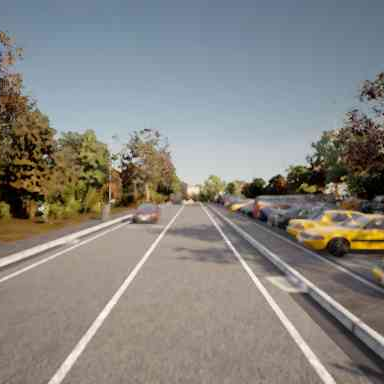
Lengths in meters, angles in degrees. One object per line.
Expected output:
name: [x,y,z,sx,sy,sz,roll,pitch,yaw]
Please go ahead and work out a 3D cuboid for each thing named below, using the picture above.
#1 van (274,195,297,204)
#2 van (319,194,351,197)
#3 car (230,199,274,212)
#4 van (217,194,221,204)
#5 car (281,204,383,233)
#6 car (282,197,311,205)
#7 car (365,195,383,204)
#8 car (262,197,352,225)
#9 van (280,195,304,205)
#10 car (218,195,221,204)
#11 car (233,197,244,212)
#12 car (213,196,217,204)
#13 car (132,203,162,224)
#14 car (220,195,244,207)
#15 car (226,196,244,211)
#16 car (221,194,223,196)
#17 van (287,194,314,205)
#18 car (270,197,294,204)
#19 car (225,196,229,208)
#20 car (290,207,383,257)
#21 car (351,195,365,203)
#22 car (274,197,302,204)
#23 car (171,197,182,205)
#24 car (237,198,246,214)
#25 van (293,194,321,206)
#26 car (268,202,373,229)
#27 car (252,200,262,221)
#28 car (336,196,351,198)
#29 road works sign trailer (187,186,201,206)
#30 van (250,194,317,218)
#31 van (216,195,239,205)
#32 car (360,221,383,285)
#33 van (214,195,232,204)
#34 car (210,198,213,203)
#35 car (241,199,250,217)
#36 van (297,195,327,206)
van: [20.587,1.657,73.218,4.442,1.987,1.878,0,-1,0]
van: [20.385,1.379,45.660,4.442,1.987,1.878,0,0,0]
car: [7.154,1.588,40.193,4.892,1.521,2.231,0,0,0]
van: [7.174,1.444,59.628,4.442,1.987,1.878,0,0,0]
car: [7.150,1.498,15.215,5.366,1.575,1.946,0,0,0]
car: [20.414,1.714,64.906,5.008,1.535,2.097,0,-1,0]
car: [20.137,1.294,31.685,5.566,2.045,2.435,0,0,0]
car: [7.037,1.381,20.763,4.553,1.767,2.185,0,0,0]
van: [20.313,1.545,67.681,4.442,1.987,1.878,0,-1,0]
car: [7.244,1.646,54.074,5.008,1.535,2.097,0,0,0]
car: [7.078,1.593,34.641,4.792,1.488,2.163,0,0,0]
car: [7.339,1.430,62.403,5.566,2.045,2.435,0,0,0]
car: [-3.296,1.565,25.134,1.812,1.442,4.674,0,0,0]
car: [7.003,1.608,45.747,5.366,1.575,1.946,0,0,0]
car: [6.942,1.572,37.419,5.366,1.575,1.946,0,0,0]
car: [7.198,1.509,51.298,4.553,1.767,2.185,0,0,0]
van: [20.273,1.450,62.290,4.442,1.987,1.878,0,-1,0]
car: [20.485,1.940,75.983,4.892,1.521,2.231,0,-1,0]
car: [7.162,1.600,42.969,4.892,1.521,2.231,0,0,0]
car: [6.760,1.504,12.565,5.366,1.575,1.946,0,0,0]
car: [20.158,1.306,34.455,5.566,2.045,2.435,0,0,0]
car: [20.265,1.824,70.444,5.366,1.575,1.946,0,-1,0]
car: [-2.988,1.835,65.847,1.837,1.490,4.892,0,-1,1]
car: [7.058,1.581,31.865,4.792,1.488,2.163,0,0,0]
van: [20.485,1.438,59.386,4.442,1.987,1.878,0,0,0]
car: [6.979,1.502,17.984,4.892,1.521,2.231,0,0,0]
car: [7.055,1.545,23.536,4.792,1.488,2.163,0,0,0]
car: [20.221,1.581,39.995,5.008,1.535,2.097,0,0,0]
road works sign trailer: [0.232,0.727,62.792,2.380,3.560,2.880,0,-1,-1]
van: [7.163,1.302,26.313,4.442,1.987,1.878,0,0,0]
van: [7.235,1.553,67.939,4.442,1.987,1.878,0,-1,0]
car: [6.718,1.527,6.892,5.366,1.575,1.946,0,0,0]
van: [7.570,1.836,81.815,4.442,1.987,1.878,0,-1,0]
car: [7.438,2.005,79.035,5.008,1.535,2.097,0,-1,0]
car: [7.037,1.569,29.089,4.792,1.488,2.163,0,0,0]
van: [20.466,1.426,56.741,4.442,1.987,1.878,0,0,0]
